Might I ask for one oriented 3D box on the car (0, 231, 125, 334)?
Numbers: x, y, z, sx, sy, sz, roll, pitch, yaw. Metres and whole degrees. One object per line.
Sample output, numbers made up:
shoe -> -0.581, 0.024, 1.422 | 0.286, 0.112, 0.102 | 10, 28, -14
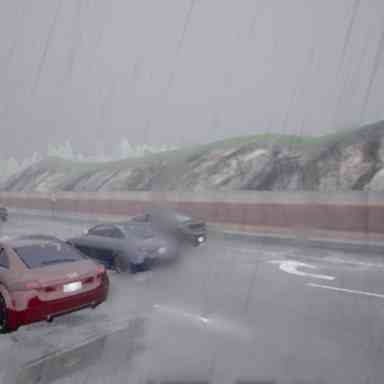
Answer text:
car -> -3.605, 1.585, 6.901 | 4.181, 1.385, 1.994 | 0, 0, 38

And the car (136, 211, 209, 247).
car -> -1.549, 1.559, 14.204 | 4.892, 1.490, 1.837 | 0, 0, 39

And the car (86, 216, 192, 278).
car -> -2.340, 1.601, 10.358 | 4.181, 1.385, 1.994 | 0, 0, 38

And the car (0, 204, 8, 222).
car -> -16.307, 1.576, 26.355 | 4.892, 1.490, 1.837 | 0, 0, 40
